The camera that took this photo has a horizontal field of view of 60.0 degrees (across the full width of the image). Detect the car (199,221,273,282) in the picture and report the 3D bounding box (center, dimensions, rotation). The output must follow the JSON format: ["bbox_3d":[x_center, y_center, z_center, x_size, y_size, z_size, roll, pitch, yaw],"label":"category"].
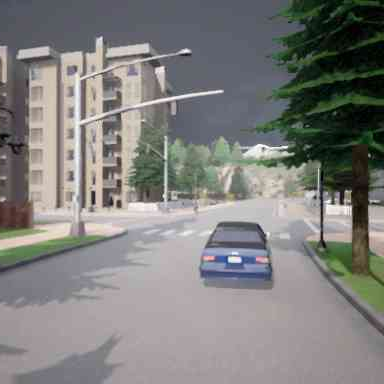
[{"bbox_3d":[1.384,1.590,9.999,2.033,1.411,5.357,0,0,10],"label":"car"}]
